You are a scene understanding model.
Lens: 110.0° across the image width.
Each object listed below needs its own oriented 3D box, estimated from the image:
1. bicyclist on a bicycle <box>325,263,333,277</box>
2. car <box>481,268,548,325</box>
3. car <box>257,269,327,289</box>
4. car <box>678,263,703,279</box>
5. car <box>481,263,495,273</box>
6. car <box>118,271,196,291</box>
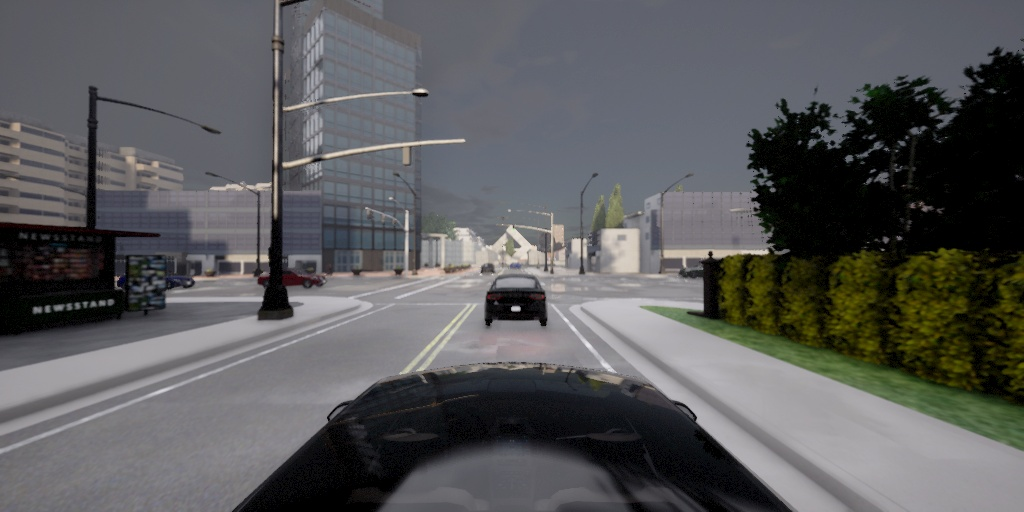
[{"bbox_3d":[-21.932,1.668,42.995,0.582,1.620,1.656,-1,0,0],"label":"bicyclist on a bicycle"},{"bbox_3d":[0.155,1.345,12.407,1.882,1.535,5.008,0,-1,1],"label":"car"},{"bbox_3d":[-16.227,1.654,26.548,4.674,1.442,1.812,-1,-1,0],"label":"car"},{"bbox_3d":[19.892,1.452,37.490,4.553,1.767,2.097,0,-1,0],"label":"car"},{"bbox_3d":[-3.514,1.788,52.764,1.882,1.535,5.008,0,-1,0],"label":"car"},{"bbox_3d":[-26.188,1.768,26.476,4.674,1.442,1.812,-1,-1,0],"label":"car"}]
